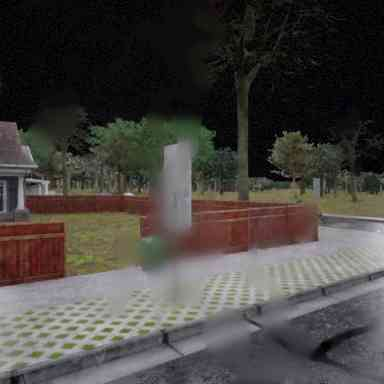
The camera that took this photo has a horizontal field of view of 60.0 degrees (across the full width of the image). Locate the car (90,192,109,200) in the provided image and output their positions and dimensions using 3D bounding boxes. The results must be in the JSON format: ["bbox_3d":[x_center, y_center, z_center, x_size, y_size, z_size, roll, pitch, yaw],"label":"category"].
[{"bbox_3d":[-16.814,0.694,60.426,1.895,1.301,4.718,0,1,-36],"label":"car"}]

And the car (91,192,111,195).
[{"bbox_3d":[-13.295,0.820,50.722,2.033,1.411,5.357,0,1,-36],"label":"car"}]

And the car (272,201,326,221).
[{"bbox_3d":[6.492,1.340,23.264,2.033,1.411,5.357,0,1,-36],"label":"car"}]

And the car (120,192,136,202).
[{"bbox_3d":[-10.193,0.800,51.299,1.812,1.442,4.674,0,1,-36],"label":"car"}]
